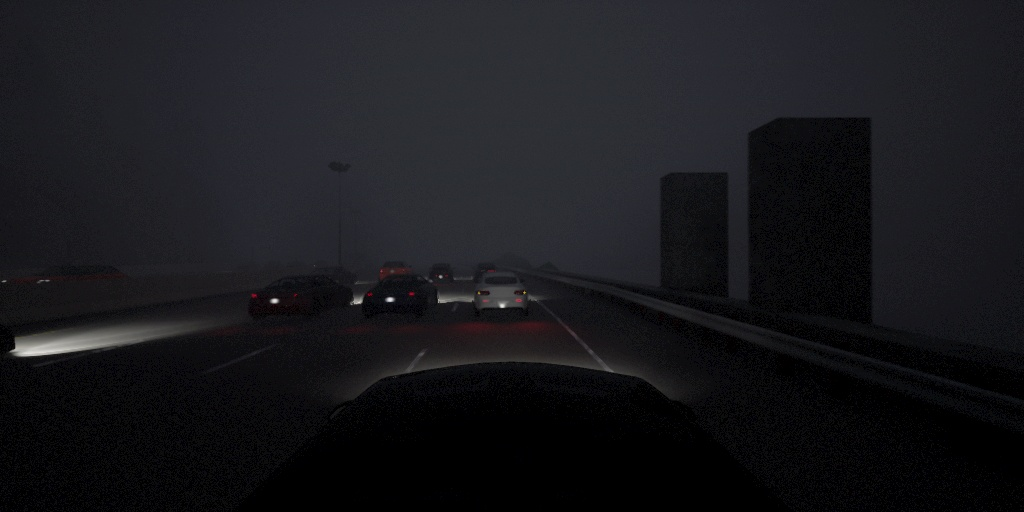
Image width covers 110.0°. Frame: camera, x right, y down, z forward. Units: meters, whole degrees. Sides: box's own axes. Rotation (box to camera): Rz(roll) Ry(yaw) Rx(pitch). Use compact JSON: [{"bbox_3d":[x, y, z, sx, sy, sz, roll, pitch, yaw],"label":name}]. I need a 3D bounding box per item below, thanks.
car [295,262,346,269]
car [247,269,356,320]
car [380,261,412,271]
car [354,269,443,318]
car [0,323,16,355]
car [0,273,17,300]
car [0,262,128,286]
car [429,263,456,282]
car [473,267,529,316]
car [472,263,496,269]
[{"bbox_3d":[-11.978,1.375,23.924,2.033,1.411,5.357,0,0,-7],"label":"car"},{"bbox_3d":[-7.425,1.359,13.024,1.994,1.385,4.181,0,0,-4],"label":"car"},{"bbox_3d":[-9.151,1.172,28.633,2.097,1.767,4.553,0,0,-8],"label":"car"},{"bbox_3d":[-3.938,1.344,13.209,1.994,1.385,4.181,0,0,-4],"label":"car"},{"bbox_3d":[-10.555,1.365,5.100,1.994,1.385,4.181,0,0,-1],"label":"car"},{"bbox_3d":[-25.313,1.477,15.380,1.895,1.301,4.718,0,0,-5],"label":"car"},{"bbox_3d":[-22.074,1.216,17.869,2.097,1.767,4.553,0,0,-6],"label":"car"},{"bbox_3d":[-5.677,1.310,29.135,1.837,1.490,4.892,0,0,-8],"label":"car"},{"bbox_3d":[-0.449,1.291,13.349,1.812,1.442,4.674,0,0,-4],"label":"car"},{"bbox_3d":[-2.172,1.295,29.292,1.837,1.490,4.892,0,0,-8],"label":"car"}]
